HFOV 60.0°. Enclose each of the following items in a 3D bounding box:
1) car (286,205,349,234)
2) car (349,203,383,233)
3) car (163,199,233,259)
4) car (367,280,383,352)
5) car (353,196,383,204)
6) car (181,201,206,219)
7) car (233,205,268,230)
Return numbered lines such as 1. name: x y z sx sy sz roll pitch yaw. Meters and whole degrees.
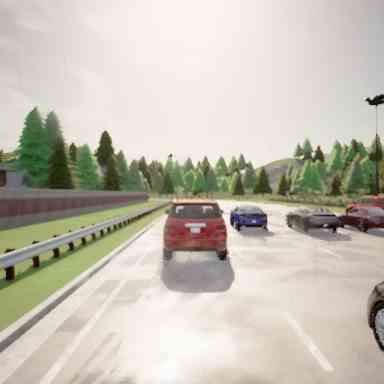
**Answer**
1. car: 7.110 1.588 20.101 2.128 1.511 4.902 0 0 0
2. car: 10.597 1.624 20.338 1.812 1.442 4.674 0 0 0
3. car: 0.106 1.283 12.924 2.150 2.045 5.566 0 0 0
4. car: 3.601 1.521 3.169 1.837 1.490 4.892 0 0 0
5. car: 14.113 1.346 25.893 2.150 2.045 5.566 0 0 0
6. car: 0.115 1.640 31.344 2.128 1.511 4.902 0 0 0
7. car: 3.610 1.582 21.811 1.882 1.535 5.008 0 0 0
